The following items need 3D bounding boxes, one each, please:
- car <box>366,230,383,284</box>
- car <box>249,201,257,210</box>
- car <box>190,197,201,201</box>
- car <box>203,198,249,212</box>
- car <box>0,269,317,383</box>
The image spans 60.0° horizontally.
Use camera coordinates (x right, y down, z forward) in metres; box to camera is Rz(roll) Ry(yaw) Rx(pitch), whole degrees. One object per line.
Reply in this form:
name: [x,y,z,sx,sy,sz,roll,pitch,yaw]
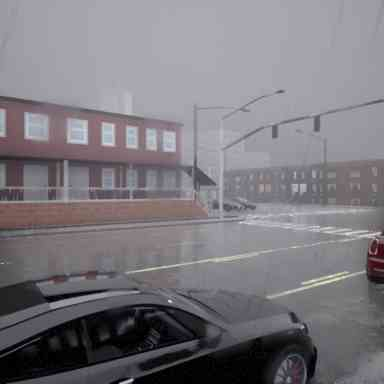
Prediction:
car: [6.420,1.352,8.381,4.553,1.767,2.097,0,0,-35]
car: [5.984,1.504,41.774,1.837,1.490,4.892,0,0,-36]
car: [0.105,1.525,50.010,1.812,1.442,4.674,0,0,-36]
car: [3.793,1.491,38.820,2.128,1.511,4.902,0,0,-36]
car: [-0.786,1.526,3.193,4.674,1.442,1.812,0,0,-35]
